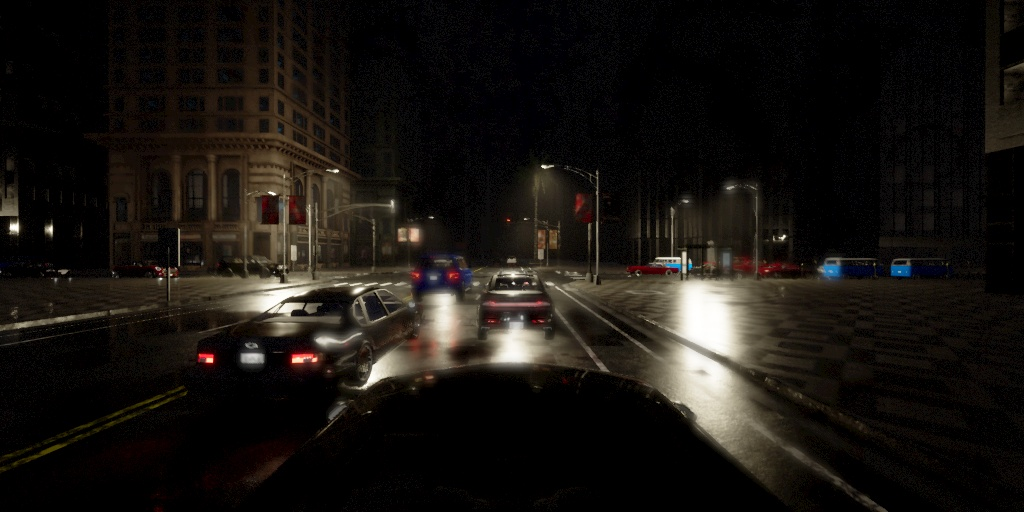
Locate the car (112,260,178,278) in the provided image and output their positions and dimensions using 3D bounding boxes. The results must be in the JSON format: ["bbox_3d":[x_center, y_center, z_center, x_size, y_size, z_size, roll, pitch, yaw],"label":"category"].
[{"bbox_3d":[-33.180,1.138,32.533,4.553,1.767,2.097,0,0,0],"label":"car"}]

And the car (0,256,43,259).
[{"bbox_3d":[-50.010,1.020,35.797,5.566,2.045,2.150,0,0,0],"label":"car"}]

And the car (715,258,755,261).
[{"bbox_3d":[23.317,1.205,35.674,5.008,1.535,1.882,0,0,0],"label":"car"}]

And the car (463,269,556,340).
[{"bbox_3d":[0.087,1.240,9.949,2.128,1.511,4.902,0,0,0],"label":"car"}]

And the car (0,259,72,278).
[{"bbox_3d":[-43.163,1.289,32.581,4.902,1.511,2.128,0,0,0],"label":"car"}]

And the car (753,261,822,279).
[{"bbox_3d":[22.732,1.326,29.814,4.207,1.307,1.802,0,0,0],"label":"car"}]

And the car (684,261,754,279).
[{"bbox_3d":[17.054,1.299,29.809,4.403,1.370,2.007,0,0,0],"label":"car"}]

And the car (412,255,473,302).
[{"bbox_3d":[-3.160,0.972,17.120,2.150,2.045,5.566,0,0,0],"label":"car"}]

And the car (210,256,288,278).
[{"bbox_3d":[-23.461,0.996,32.485,5.566,2.045,2.150,0,0,0],"label":"car"}]

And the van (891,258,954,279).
[{"bbox_3d":[34.087,1.080,29.825,3.998,1.789,1.690,0,0,0],"label":"van"}]

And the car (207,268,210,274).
[{"bbox_3d":[-27.390,1.371,35.619,4.718,1.301,1.895,0,0,2],"label":"car"}]

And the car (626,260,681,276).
[{"bbox_3d":[13.875,1.335,35.667,4.718,1.301,1.895,0,0,2],"label":"car"}]

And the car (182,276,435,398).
[{"bbox_3d":[-3.150,1.297,6.879,2.033,1.411,5.357,0,0,0],"label":"car"}]

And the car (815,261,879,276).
[{"bbox_3d":[33.260,1.248,35.678,4.674,1.442,1.812,0,0,1],"label":"car"}]

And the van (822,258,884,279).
[{"bbox_3d":[28.410,1.082,29.819,3.998,1.789,1.690,0,0,0],"label":"van"}]

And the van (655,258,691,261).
[{"bbox_3d":[17.045,1.065,38.334,3.998,1.789,1.690,0,0,0],"label":"van"}]
